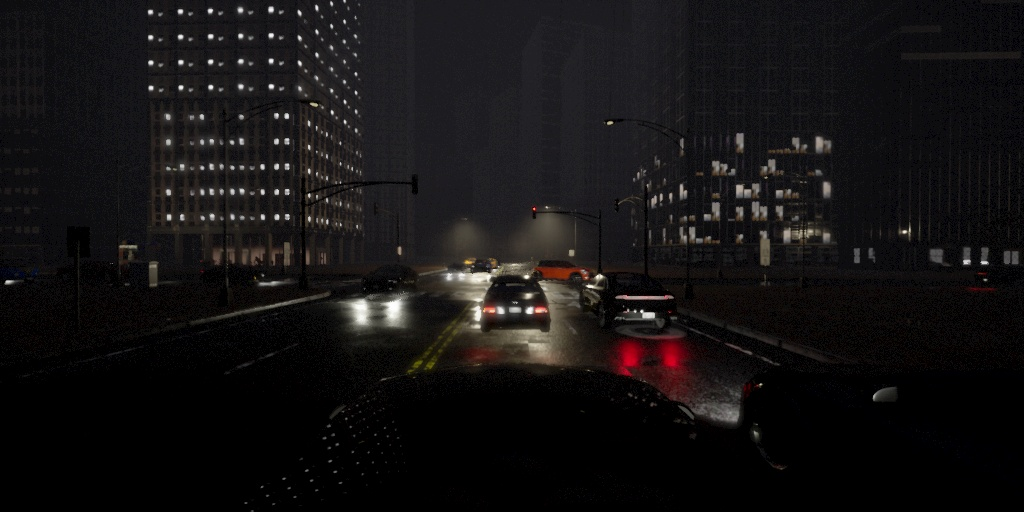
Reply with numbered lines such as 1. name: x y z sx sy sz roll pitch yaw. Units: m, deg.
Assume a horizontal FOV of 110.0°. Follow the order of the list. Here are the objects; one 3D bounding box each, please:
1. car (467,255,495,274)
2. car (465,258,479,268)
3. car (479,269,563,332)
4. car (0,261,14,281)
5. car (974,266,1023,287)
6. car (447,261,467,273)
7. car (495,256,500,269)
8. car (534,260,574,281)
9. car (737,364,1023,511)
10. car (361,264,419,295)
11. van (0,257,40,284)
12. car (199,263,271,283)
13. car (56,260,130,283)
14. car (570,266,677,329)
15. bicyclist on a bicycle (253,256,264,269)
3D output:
1. car: -3.316 1.069 39.443 2.097 1.767 4.553 0 0 0
2. car: -6.539 1.154 59.148 1.882 1.535 5.008 0 1 0
3. car: 0.107 1.293 10.774 2.033 1.411 5.357 0 0 1
4. car: -40.300 1.089 26.483 4.674 1.442 1.812 0 0 2
5. car: 35.316 1.420 24.862 4.892 1.490 1.837 0 0 1
6. car: -6.562 1.311 43.383 1.895 1.301 4.718 0 0 0
7. car: -3.299 1.166 54.283 1.882 1.535 5.008 0 1 0
8. car: 3.833 1.109 27.010 4.553 1.767 2.097 0 0 30
9. car: 3.354 1.314 2.032 1.994 1.385 4.181 0 0 0
10. car: -6.579 1.226 19.821 1.882 1.535 5.008 0 0 0
11. van: -33.915 0.957 23.716 3.998 1.789 1.690 0 0 1
12. car: -19.967 1.224 25.940 4.181 1.385 1.994 0 0 1
13. car: -30.059 1.090 26.201 5.008 1.535 1.882 0 0 2
14. car: 3.354 1.237 11.188 2.128 1.511 4.902 0 0 0
15. bicyclist on a bicycle: -24.675 0.864 34.798 0.582 1.620 1.656 0 1 1
